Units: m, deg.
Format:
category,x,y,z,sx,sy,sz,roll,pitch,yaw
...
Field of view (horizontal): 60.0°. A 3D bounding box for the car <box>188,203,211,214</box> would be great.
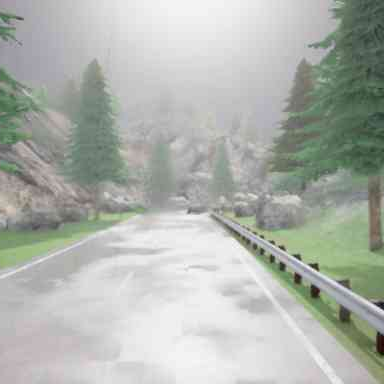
category,x,y,z,sx,sy,sz,roll,pitch,yaw
car,1.018,2.046,42.918,1.994,1.385,4.181,0,-1,24
